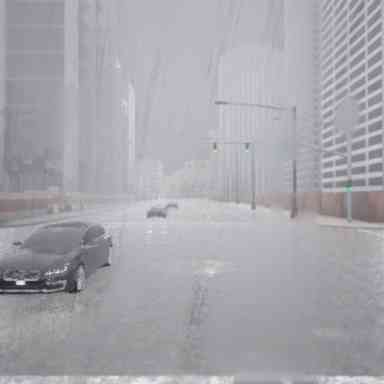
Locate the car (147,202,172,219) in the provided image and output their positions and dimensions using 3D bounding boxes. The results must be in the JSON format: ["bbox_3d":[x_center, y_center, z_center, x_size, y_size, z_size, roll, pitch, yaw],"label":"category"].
[{"bbox_3d":[-3.451,2.018,33.829,1.895,1.301,4.718,0,-1,0],"label":"car"}]

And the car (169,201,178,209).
[{"bbox_3d":[-3.415,2.289,58.692,1.895,1.301,4.718,0,-1,0],"label":"car"}]

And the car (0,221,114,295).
[{"bbox_3d":[-3.486,1.629,9.208,1.837,1.490,4.892,0,-1,0],"label":"car"}]
